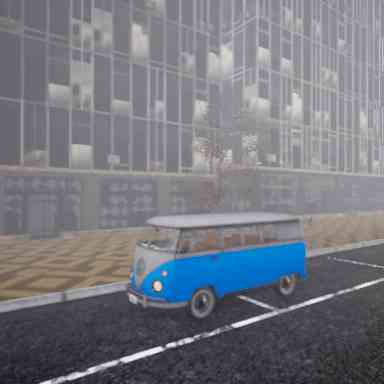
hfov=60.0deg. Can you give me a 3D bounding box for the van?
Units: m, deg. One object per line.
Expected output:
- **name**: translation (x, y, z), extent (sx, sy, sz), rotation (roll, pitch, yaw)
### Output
- **van**: translation (0.685, 1.354, 7.046), extent (3.998, 1.788, 1.690), rotation (0, 0, -35)
